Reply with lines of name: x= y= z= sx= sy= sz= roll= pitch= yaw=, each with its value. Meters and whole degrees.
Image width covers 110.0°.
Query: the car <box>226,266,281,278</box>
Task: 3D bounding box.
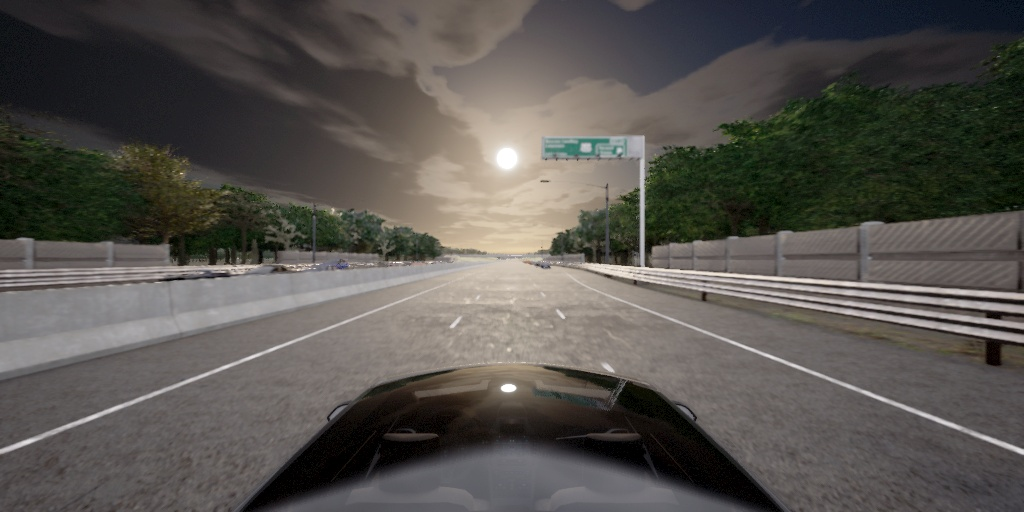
car: x=-17.597 y=1.464 z=25.905 sx=1.837 sy=1.490 sz=4.892 roll=0 pitch=-1 yaw=0

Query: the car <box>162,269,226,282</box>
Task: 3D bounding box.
car: x=-21.100 y=1.548 z=24.674 sx=1.895 sy=1.301 sz=4.718 roll=0 pitch=-1 yaw=0

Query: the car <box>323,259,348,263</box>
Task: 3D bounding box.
car: x=-23.852 y=1.375 z=48.226 sx=2.150 sy=2.045 sz=5.566 roll=0 pitch=-1 yaw=-3

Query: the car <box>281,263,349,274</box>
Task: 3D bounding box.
car: x=-14.097 y=1.453 z=26.205 sx=2.128 sy=1.511 sz=4.902 roll=0 pitch=-1 yaw=0
